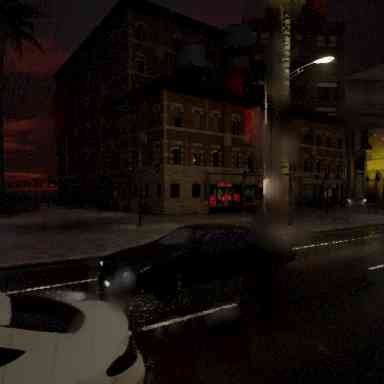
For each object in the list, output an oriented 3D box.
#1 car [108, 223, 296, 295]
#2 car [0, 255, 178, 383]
[{"bbox_3d":[0.385,1.547,8.556,5.357,1.411,2.033,0,0,-35],"label":"car"},{"bbox_3d":[-2.570,1.526,2.162,4.674,1.442,1.812,0,0,-35],"label":"car"}]
